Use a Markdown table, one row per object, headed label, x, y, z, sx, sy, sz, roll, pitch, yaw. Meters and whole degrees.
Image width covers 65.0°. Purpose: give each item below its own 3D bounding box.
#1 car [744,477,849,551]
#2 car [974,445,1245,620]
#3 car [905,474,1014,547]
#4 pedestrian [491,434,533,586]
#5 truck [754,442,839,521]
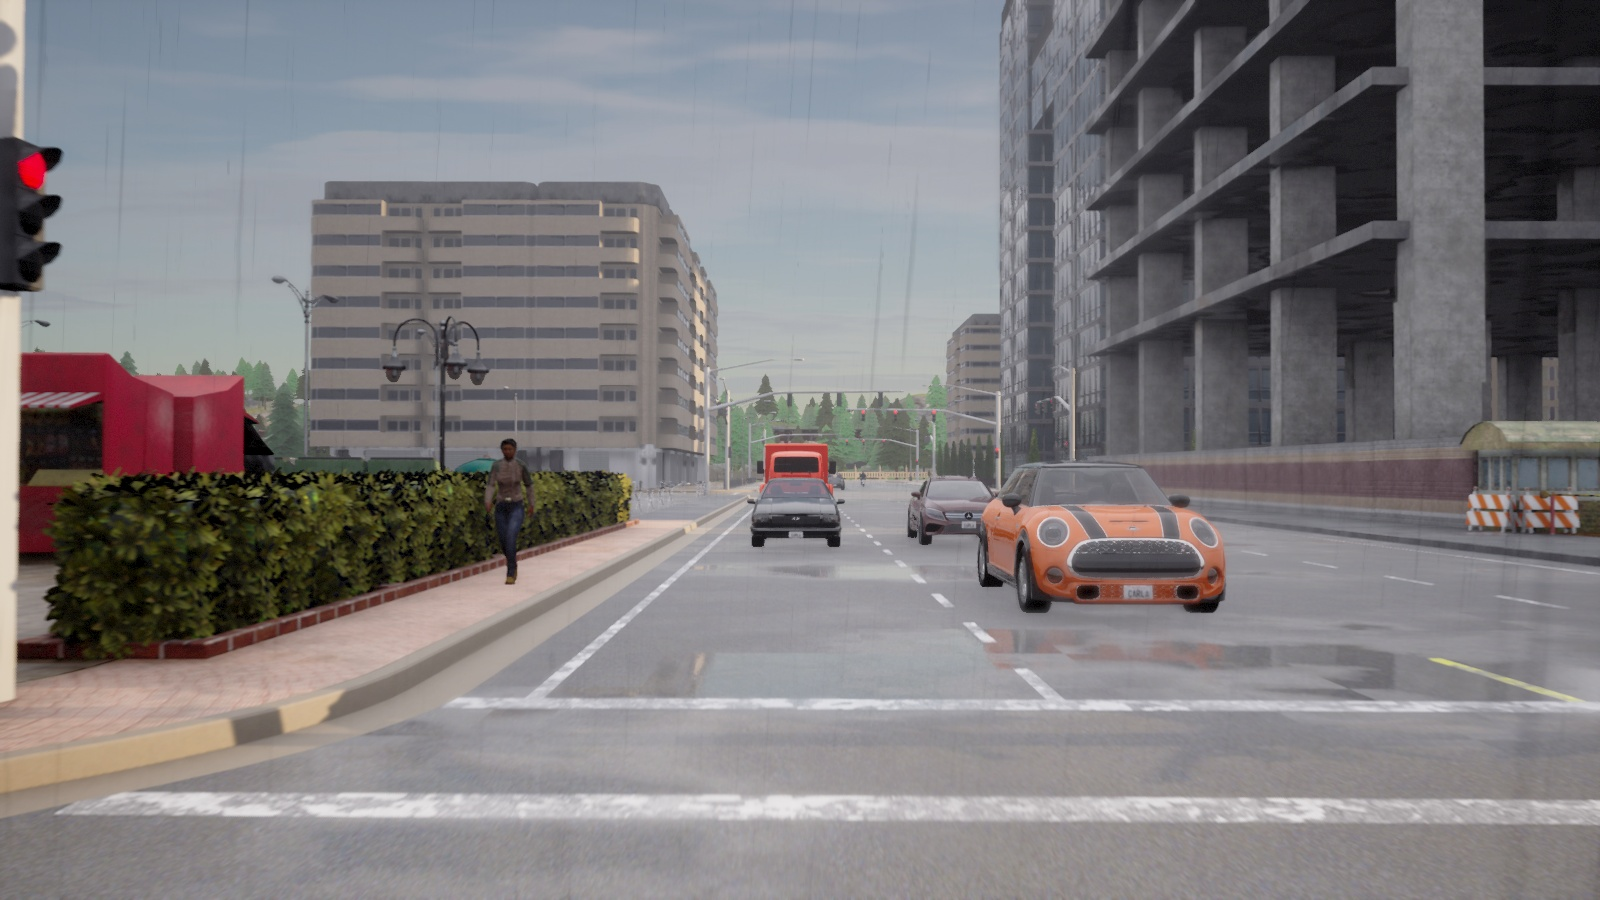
| label | x | y | z | sx | sy | sz | roll | pitch | yaw |
| --- | --- | --- | --- | --- | --- | --- | --- | --- | --- |
| car | -0.074 | 1.298 | 27.045 | 2.033 | 1.411 | 5.357 | 0 | -1 | 0 |
| car | 3.457 | 0.880 | 15.037 | 2.097 | 1.767 | 4.553 | 0 | -1 | 0 |
| car | 3.423 | 1.270 | 27.774 | 1.812 | 1.442 | 4.674 | 0 | -1 | 0 |
| pedestrian | -3.514 | 0.720 | 15.357 | 0.328 | 1.805 | 0.869 | 0 | -1 | -2 |
| truck | -0.117 | 1.025 | 41.970 | 2.627 | 2.467 | 5.204 | 0 | -1 | 0 |
